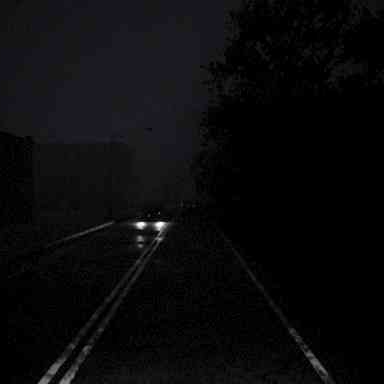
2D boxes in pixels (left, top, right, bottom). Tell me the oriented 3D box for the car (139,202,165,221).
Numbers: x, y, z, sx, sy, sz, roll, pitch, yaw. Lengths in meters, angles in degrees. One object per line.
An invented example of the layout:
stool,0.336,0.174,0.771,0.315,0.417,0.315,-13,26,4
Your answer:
car,-3.311,1.617,28.236,1.837,1.490,4.892,0,0,0

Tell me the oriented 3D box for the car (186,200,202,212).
car,0.243,1.752,42.294,2.033,1.411,5.357,0,0,1
